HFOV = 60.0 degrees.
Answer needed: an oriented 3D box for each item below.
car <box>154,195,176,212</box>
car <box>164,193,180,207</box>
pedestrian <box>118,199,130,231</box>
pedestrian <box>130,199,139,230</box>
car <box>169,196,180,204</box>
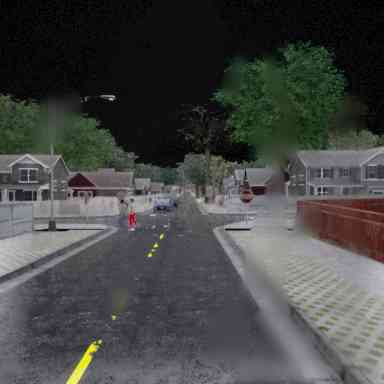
[{"bbox_3d":[-3.248,1.465,38.638,1.882,1.535,5.008,0,0,1],"label":"car"},{"bbox_3d":[-3.315,1.202,50.282,2.150,2.045,5.566,0,0,-1],"label":"car"},{"bbox_3d":[-3.914,1.289,19.066,0.375,1.860,0.375,0,0,-1],"label":"pedestrian"},{"bbox_3d":[-3.529,1.289,19.677,0.375,1.860,0.375,0,0,-1],"label":"pedestrian"},{"bbox_3d":[-3.385,1.499,65.711,1.812,1.442,4.674,0,0,0],"label":"car"}]
